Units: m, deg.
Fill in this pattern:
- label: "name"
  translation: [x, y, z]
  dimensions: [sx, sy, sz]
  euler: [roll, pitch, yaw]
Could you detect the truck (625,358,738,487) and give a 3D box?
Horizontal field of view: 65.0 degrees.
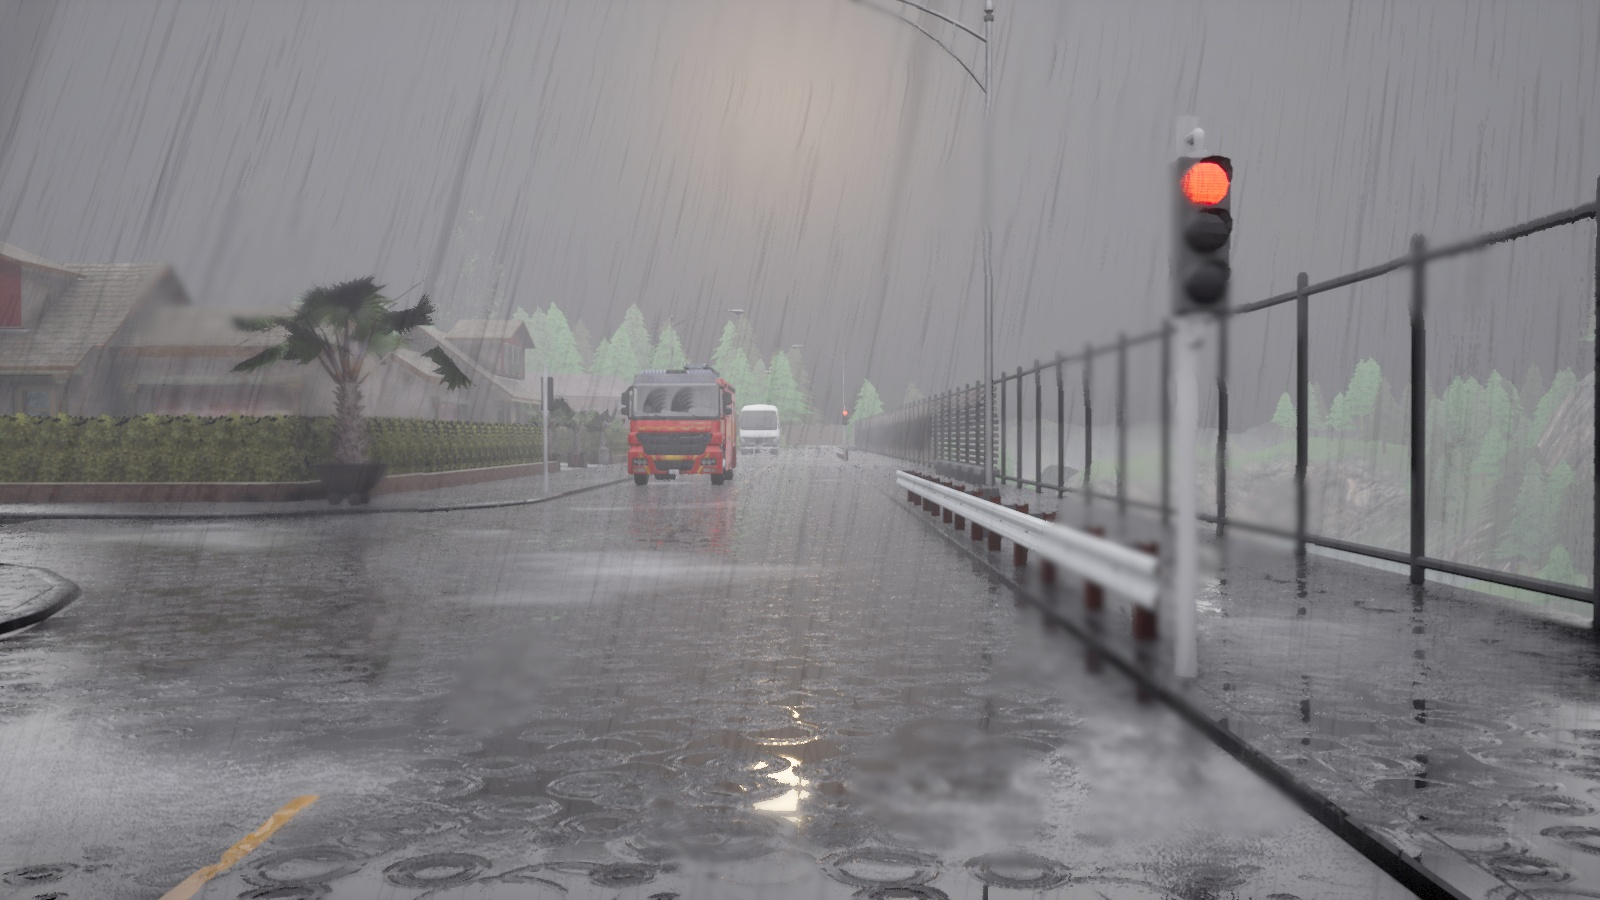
- label: "truck"
  translation: [-3.746, -0.849, 41.561]
  dimensions: [2.891, 3.827, 8.468]
  euler: [0, 1, 0]
